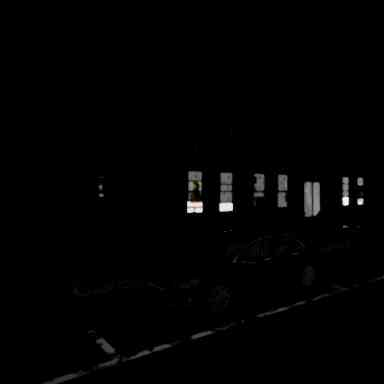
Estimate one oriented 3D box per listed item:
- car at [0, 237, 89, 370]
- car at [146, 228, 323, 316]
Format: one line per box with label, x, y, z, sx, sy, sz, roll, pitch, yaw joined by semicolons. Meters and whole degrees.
car;-3.522;1.443;4.048;4.097;1.590;1.967;0;0;-35
car;1.113;1.528;7.352;4.403;1.369;2.008;0;0;-35
